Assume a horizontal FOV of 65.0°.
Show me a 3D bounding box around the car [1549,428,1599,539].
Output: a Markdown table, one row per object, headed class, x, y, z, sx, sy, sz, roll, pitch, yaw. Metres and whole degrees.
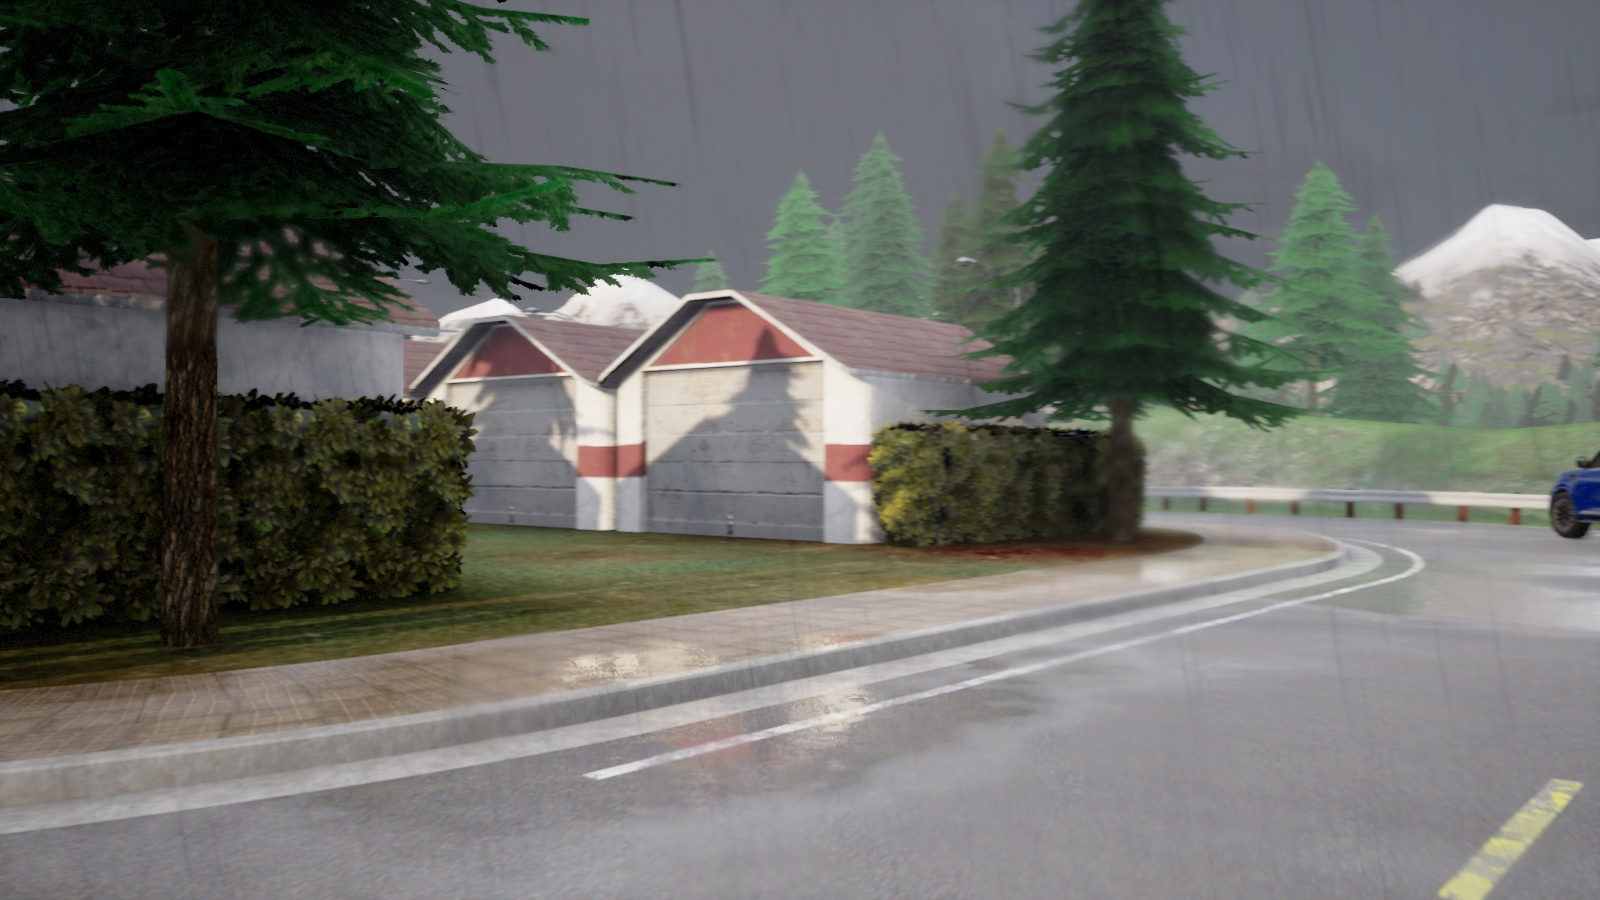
| class | x | y | z | sx | sy | sz | roll | pitch | yaw |
| --- | --- | --- | --- | --- | --- | --- | --- | --- | --- |
| car | 15.679 | 0.615 | 22.371 | 2.150 | 2.045 | 5.566 | 0 | 0 | 10 |
